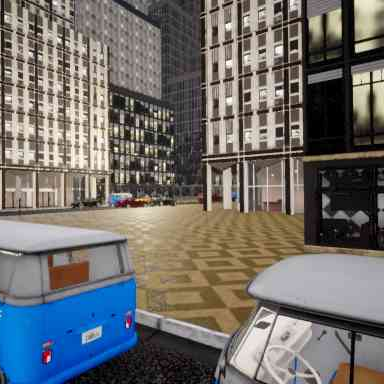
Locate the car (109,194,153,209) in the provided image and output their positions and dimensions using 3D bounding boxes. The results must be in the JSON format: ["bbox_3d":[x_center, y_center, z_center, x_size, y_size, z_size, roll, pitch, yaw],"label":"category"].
[{"bbox_3d":[-7.065,1.268,38.912,1.887,1.381,4.507,0,0,36],"label":"car"}]

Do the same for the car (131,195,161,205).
[{"bbox_3d":[-7.274,1.279,52.793,1.752,1.417,4.829,0,0,36],"label":"car"}]

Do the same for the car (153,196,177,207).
[{"bbox_3d":[-3.730,1.231,43.458,2.008,1.369,4.403,0,0,36],"label":"car"}]

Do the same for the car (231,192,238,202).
[{"bbox_3d":[6.275,1.101,57.096,2.008,1.369,4.403,0,0,36],"label":"car"}]

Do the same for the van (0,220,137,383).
[{"bbox_3d":[-2.607,1.342,4.753,3.998,1.788,1.690,0,-1,36],"label":"van"}]

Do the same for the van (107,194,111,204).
[{"bbox_3d":[-10.511,1.136,48.382,1.690,1.788,3.998,0,0,36],"label":"van"}]

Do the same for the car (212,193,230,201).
[{"bbox_3d":[6.171,1.017,71.122,1.967,1.590,4.097,0,0,36],"label":"car"}]

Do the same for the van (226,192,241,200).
[{"bbox_3d":[9.506,0.873,75.670,1.690,1.788,3.998,0,0,36],"label":"van"}]

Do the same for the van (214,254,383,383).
[{"bbox_3d":[1.930,1.341,1.510,3.998,1.788,1.690,0,-1,36],"label":"van"}]

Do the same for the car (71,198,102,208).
[{"bbox_3d":[-13.845,1.404,43.835,1.947,1.339,4.313,0,0,36],"label":"car"}]

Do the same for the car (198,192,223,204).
[{"bbox_3d":[2.938,0.909,52.549,2.192,1.841,5.009,0,0,36],"label":"car"}]
